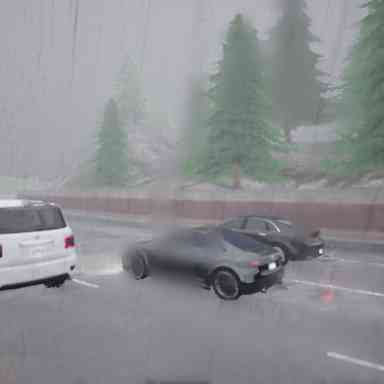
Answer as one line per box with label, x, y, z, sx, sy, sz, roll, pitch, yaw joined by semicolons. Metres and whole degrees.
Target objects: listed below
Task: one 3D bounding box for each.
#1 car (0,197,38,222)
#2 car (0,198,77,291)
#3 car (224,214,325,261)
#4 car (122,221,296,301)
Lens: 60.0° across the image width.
car;-14.156;1.283;26.455;2.097;1.767;4.553;0;0;-43
car;-5.035;1.198;8.072;5.566;2.045;2.150;0;0;39
car;1.953;1.514;11.458;4.892;1.490;1.837;0;0;38
car;0.161;1.565;8.428;4.181;1.385;1.994;0;0;38
